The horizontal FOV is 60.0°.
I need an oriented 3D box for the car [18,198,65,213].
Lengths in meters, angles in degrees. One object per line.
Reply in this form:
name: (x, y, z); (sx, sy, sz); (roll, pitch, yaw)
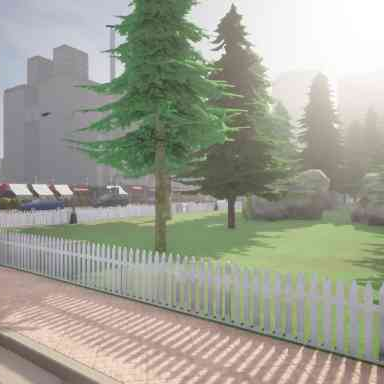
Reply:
car: (-16.738, 1.478, 37.172); (1.882, 1.535, 5.008); (0, 0, 34)

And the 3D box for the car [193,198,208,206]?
car: (2.158, 1.601, 52.302); (1.895, 1.301, 4.718); (0, 0, 34)

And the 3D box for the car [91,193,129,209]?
car: (-11.092, 1.221, 45.533); (2.150, 2.045, 5.566); (0, 0, 34)

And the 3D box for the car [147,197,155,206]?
car: (-5.305, 1.352, 54.038); (2.097, 1.767, 4.553); (0, 0, 34)
